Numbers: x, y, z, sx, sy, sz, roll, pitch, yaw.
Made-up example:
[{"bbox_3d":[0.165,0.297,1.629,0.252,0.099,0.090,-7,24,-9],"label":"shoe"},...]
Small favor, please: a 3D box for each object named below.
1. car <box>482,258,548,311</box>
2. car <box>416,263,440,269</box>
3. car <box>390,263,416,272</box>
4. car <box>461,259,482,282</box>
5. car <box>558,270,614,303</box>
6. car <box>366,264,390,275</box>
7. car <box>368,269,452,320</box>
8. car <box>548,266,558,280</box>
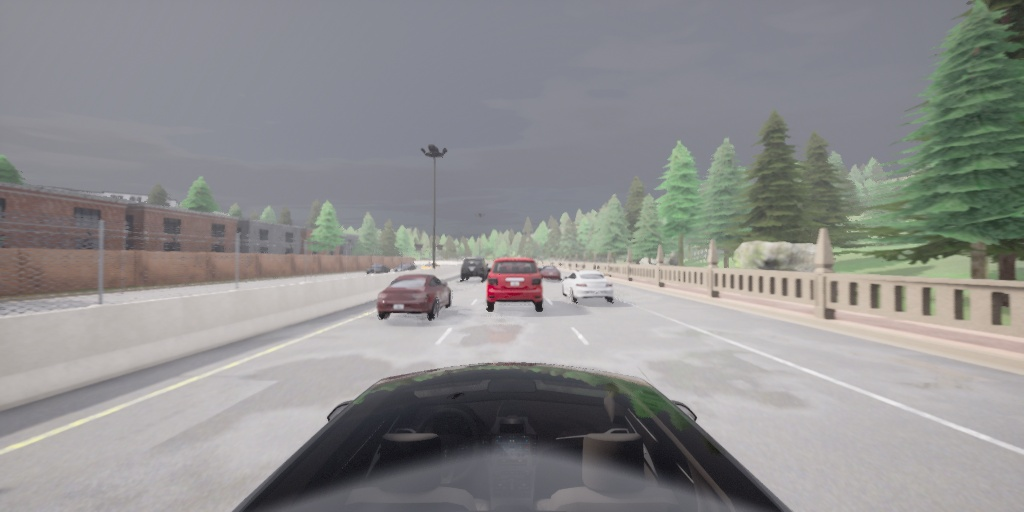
[{"bbox_3d":[0.101,1.099,15.423,2.150,2.045,5.566,0,0,0],"label":"car"},{"bbox_3d":[-10.582,1.640,46.528,1.882,1.535,5.008,0,0,0],"label":"car"},{"bbox_3d":[-14.074,1.667,47.736,2.128,1.511,4.902,0,-1,0],"label":"car"},{"bbox_3d":[-3.399,1.262,33.136,2.150,2.045,5.566,0,0,0],"label":"car"},{"bbox_3d":[3.601,1.420,17.501,1.812,1.442,4.674,0,0,0],"label":"car"},{"bbox_3d":[-17.573,1.735,47.310,1.994,1.385,4.181,0,-1,0],"label":"car"},{"bbox_3d":[-3.406,1.380,13.082,1.812,1.442,4.674,0,0,0],"label":"car"},{"bbox_3d":[3.601,1.621,35.138,1.994,1.385,4.181,0,0,0],"label":"car"}]
